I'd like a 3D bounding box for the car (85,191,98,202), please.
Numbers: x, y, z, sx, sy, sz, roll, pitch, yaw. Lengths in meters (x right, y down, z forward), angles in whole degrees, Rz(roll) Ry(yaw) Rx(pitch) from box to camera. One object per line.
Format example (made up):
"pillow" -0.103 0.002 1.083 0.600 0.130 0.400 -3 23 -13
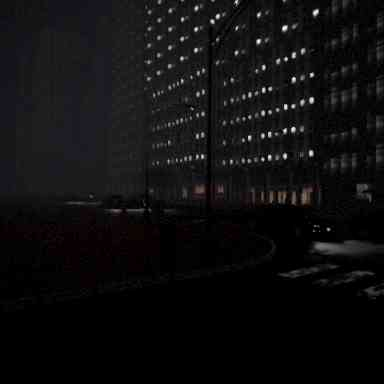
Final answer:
"car" -15.647 0.653 52.389 2.097 1.767 4.553 1 0 -35

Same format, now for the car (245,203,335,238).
"car" 4.828 1.374 17.044 1.837 1.490 4.892 1 1 -34

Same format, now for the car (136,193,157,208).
"car" -5.539 0.885 37.669 2.097 1.767 4.553 1 0 -35

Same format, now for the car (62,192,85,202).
"car" -18.302 0.766 50.510 1.994 1.385 4.181 1 0 -35

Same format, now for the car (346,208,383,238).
"car" 9.785 1.554 15.568 1.837 1.490 4.892 0 1 -35

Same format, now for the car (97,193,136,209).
"car" -8.254 0.989 35.876 1.837 1.490 4.892 1 0 -35
